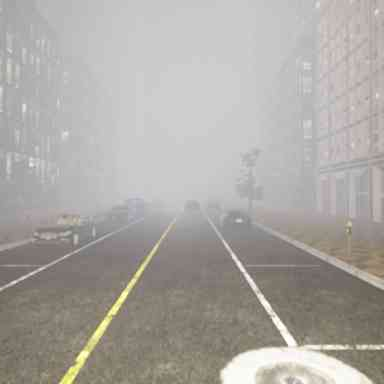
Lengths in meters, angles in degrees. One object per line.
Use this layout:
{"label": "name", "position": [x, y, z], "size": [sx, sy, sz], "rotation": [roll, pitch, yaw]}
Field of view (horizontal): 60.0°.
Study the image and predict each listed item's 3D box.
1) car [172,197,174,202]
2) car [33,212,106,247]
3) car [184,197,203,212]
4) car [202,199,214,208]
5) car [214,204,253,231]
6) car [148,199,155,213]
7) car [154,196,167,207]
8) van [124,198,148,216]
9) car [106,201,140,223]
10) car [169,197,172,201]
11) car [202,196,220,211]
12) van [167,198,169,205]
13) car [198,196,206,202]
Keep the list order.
{"label": "car", "position": [-5.708, 1.939, 89.182], "size": [1.752, 1.417, 4.829], "rotation": [0, 0, 0]}
{"label": "car", "position": [-5.691, 1.629, 15.355], "size": [2.008, 1.369, 4.403], "rotation": [0, 0, 0]}
{"label": "car", "position": [0.090, 1.680, 41.273], "size": [1.882, 1.535, 5.008], "rotation": [0, 0, 0]}
{"label": "car", "position": [2.680, 1.847, 55.188], "size": [1.802, 1.307, 4.206], "rotation": [0, 0, 0]}
{"label": "car", "position": [2.689, 1.672, 21.037], "size": [1.947, 1.339, 4.313], "rotation": [0, 0, 0]}
{"label": "car", "position": [-5.696, 1.769, 38.124], "size": [1.802, 1.307, 4.206], "rotation": [0, 0, 0]}
{"label": "car", "position": [-5.699, 1.705, 55.200], "size": [1.967, 1.590, 4.097], "rotation": [0, 0, 0]}
{"label": "van", "position": [-5.694, 1.502, 32.433], "size": [1.690, 1.788, 3.998], "rotation": [0, 0, 0]}
{"label": "car", "position": [-5.693, 1.678, 26.740], "size": [1.887, 1.381, 4.507], "rotation": [0, 0, 0]}
{"label": "car", "position": [-5.703, 1.882, 66.585], "size": [1.947, 1.339, 4.313], "rotation": [0, 0, 0]}
{"label": "car", "position": [2.684, 1.654, 43.804], "size": [1.967, 1.590, 4.097], "rotation": [0, 0, 0]}
{"label": "van", "position": [-5.700, 1.632, 60.894], "size": [1.690, 1.788, 3.998], "rotation": [0, 0, 0]}
{"label": "car", "position": [2.673, 1.855, 89.339], "size": [1.967, 1.590, 4.097], "rotation": [0, 0, 0]}
